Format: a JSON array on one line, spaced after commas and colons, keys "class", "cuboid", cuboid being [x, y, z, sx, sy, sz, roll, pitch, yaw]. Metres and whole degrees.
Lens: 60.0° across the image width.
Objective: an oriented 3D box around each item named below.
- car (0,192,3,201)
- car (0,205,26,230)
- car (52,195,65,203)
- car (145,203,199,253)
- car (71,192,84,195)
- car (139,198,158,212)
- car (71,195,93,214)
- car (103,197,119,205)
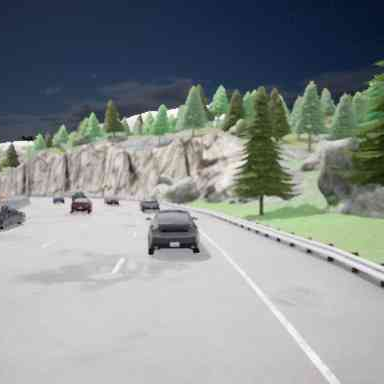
[{"class": "car", "cuboid": [-37.509, 1.118, 63.745, 2.150, 2.045, 5.566, 0, 0, -28]}, {"class": "car", "cuboid": [-11.997, 1.512, 20.539, 2.033, 1.411, 5.357, 0, 0, -11]}, {"class": "car", "cuboid": [-25.139, 1.368, 62.561, 1.812, 1.442, 4.674, 0, 0, -26]}, {"class": "car", "cuboid": [-0.805, 1.452, 13.429, 1.837, 1.490, 4.892, 0, 1, -5]}, {"class": "car", "cuboid": [-22.470, 1.032, 65.640, 2.150, 2.045, 5.566, 0, 0, -26]}, {"class": "car", "cuboid": [-4.704, 1.356, 36.232, 2.128, 1.511, 4.902, 0, 0, -14]}, {"class": "car", "cuboid": [-11.488, 1.378, 34.782, 1.882, 1.535, 5.008, 0, 0, -14]}, {"class": "car", "cuboid": [-13.148, 1.426, 53.828, 1.895, 1.301, 4.718, 0, 0, -22]}]
